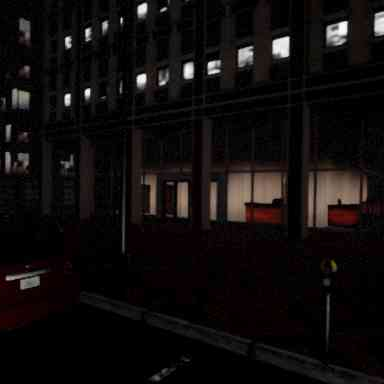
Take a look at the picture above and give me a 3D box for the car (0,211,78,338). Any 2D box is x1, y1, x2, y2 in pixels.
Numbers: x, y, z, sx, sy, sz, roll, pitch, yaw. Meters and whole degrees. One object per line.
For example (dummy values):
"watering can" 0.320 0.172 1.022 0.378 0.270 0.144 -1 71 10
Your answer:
"car" -4.079 1.267 5.811 5.009 1.841 2.192 1 1 36
